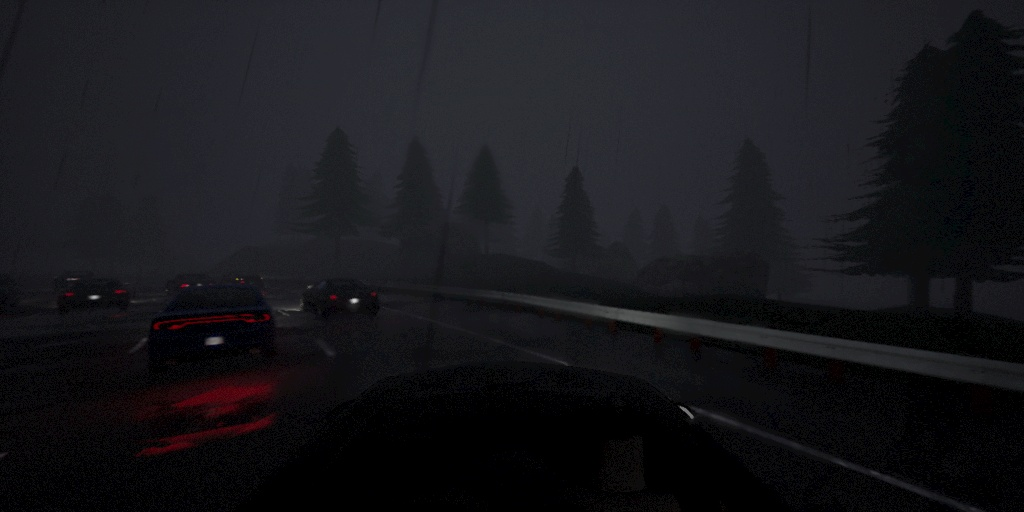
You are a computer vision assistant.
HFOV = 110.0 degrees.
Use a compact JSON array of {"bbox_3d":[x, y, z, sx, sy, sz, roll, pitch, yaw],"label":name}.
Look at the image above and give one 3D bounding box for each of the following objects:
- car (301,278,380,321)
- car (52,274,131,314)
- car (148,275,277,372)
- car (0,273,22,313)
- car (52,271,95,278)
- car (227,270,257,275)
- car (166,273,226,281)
[{"bbox_3d":[-6.634,1.525,13.731,1.994,1.385,4.181,0,-1,-40],"label":"car"},{"bbox_3d":[-18.319,1.658,15.866,4.181,1.385,1.994,-1,-1,43],"label":"car"},{"bbox_3d":[-6.671,1.370,8.268,1.882,1.535,5.008,0,-1,-36],"label":"car"},{"bbox_3d":[-22.695,1.617,15.185,4.902,1.511,2.128,-1,-1,43],"label":"car"},{"bbox_3d":[-31.991,1.841,26.361,4.902,1.511,2.128,-1,-1,32],"label":"car"},{"bbox_3d":[-20.204,1.773,26.741,4.674,1.442,1.812,-1,-1,38],"label":"car"},{"bbox_3d":[-19.562,1.728,21.864,5.357,1.411,2.033,-1,-1,40],"label":"car"}]
